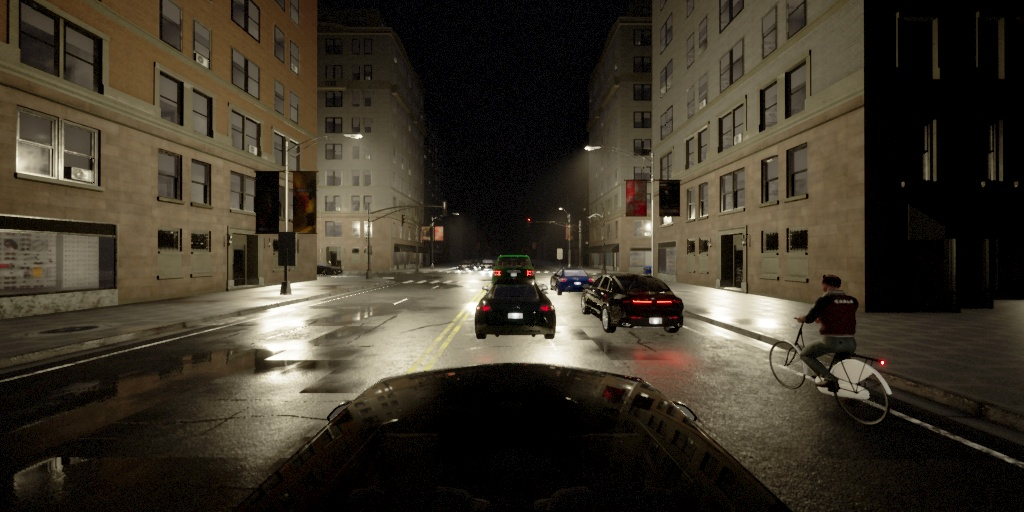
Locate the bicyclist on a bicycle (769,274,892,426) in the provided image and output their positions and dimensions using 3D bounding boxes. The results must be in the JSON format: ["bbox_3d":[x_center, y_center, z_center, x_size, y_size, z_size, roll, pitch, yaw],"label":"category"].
[{"bbox_3d":[4.140,1.121,4.855,0.659,1.776,1.843,0,0,0],"label":"bicyclist on a bicycle"}]

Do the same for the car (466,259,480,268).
[{"bbox_3d":[-6.643,1.275,61.308,1.837,1.490,4.892,0,0,0],"label":"car"}]

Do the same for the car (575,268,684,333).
[{"bbox_3d":[3.336,1.256,10.745,1.837,1.490,4.892,0,0,0],"label":"car"}]

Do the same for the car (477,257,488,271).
[{"bbox_3d":[-3.398,1.259,51.042,2.128,1.511,4.902,0,0,0],"label":"car"}]

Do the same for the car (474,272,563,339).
[{"bbox_3d":[0.087,1.315,10.078,1.994,1.385,4.181,0,0,0],"label":"car"}]

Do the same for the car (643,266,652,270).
[{"bbox_3d":[16.363,1.291,37.636,5.008,1.535,1.882,0,0,0],"label":"car"}]

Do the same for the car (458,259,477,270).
[{"bbox_3d":[-6.646,1.294,52.298,1.812,1.442,4.674,0,0,0],"label":"car"}]

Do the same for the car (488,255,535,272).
[{"bbox_3d":[0.079,0.975,19.491,2.150,2.045,5.566,0,0,0],"label":"car"}]

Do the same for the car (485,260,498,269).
[{"bbox_3d":[-3.396,1.371,60.307,1.895,1.301,4.718,0,0,0],"label":"car"}]

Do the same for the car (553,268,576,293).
[{"bbox_3d":[3.229,1.318,19.641,1.994,1.385,4.181,0,0,0],"label":"car"}]

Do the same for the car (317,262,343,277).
[{"bbox_3d":[-18.742,1.300,34.787,4.181,1.385,1.994,0,0,0],"label":"car"}]
